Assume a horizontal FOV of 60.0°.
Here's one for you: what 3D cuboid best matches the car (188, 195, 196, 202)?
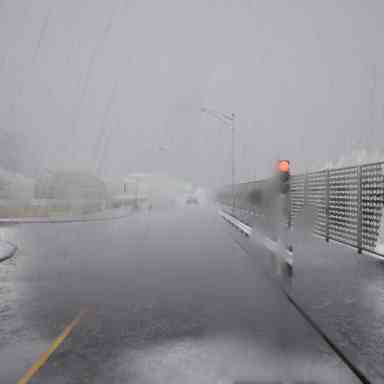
[{"bbox_3d":[-0.031,1.478,77.771,1.882,1.535,5.008,0,0,0],"label":"car"}]

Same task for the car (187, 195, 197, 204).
[{"bbox_3d":[0.081,1.491,63.180,2.128,1.511,4.902,0,0,0],"label":"car"}]

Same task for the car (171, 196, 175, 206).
[{"bbox_3d":[-4.113,1.564,50.570,1.994,1.385,4.181,0,0,0],"label":"car"}]

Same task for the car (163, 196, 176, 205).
[{"bbox_3d":[-4.090,1.478,61.023,1.882,1.535,5.008,0,0,0],"label":"car"}]

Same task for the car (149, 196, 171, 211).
[{"bbox_3d":[-4.113,1.491,40.632,2.128,1.511,4.902,0,0,0],"label":"car"}]
